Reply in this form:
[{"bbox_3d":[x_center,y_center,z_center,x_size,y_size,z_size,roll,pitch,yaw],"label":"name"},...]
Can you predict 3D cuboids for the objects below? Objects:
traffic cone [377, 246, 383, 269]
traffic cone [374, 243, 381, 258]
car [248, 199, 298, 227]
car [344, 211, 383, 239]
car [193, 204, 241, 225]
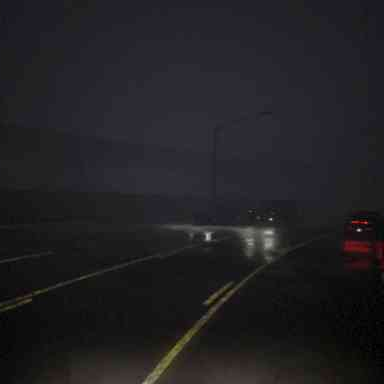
[{"bbox_3d":[6.389,2.207,10.955,0.340,0.580,0.340,1,0,24],"label":"traffic cone"},{"bbox_3d":[7.216,2.241,12.776,0.340,0.580,0.340,1,0,24],"label":"traffic cone"},{"bbox_3d":[6.666,1.613,26.858,2.150,2.045,5.566,1,-1,39],"label":"car"},{"bbox_3d":[10.777,1.945,20.491,1.837,1.490,4.892,0,-2,37],"label":"car"},{"bbox_3d":[2.063,1.738,26.566,1.882,1.535,5.008,1,-1,38],"label":"car"}]
